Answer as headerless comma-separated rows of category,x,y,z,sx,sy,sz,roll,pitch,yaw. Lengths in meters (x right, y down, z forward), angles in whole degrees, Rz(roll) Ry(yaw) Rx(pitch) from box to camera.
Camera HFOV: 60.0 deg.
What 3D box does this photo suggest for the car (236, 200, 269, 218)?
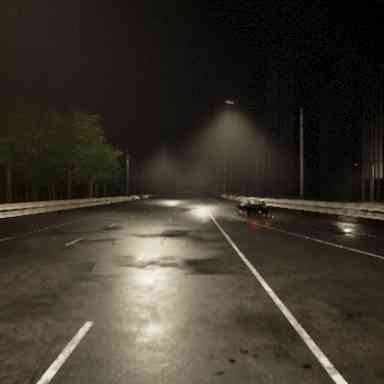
car,5.366,1.443,30.040,2.128,1.511,4.902,0,0,-7
